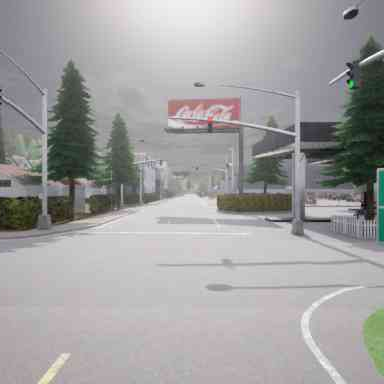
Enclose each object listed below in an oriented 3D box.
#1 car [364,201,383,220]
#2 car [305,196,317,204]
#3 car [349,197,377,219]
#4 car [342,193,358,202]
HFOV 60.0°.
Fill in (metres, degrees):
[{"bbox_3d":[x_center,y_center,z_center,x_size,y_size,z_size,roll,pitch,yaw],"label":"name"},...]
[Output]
[{"bbox_3d":[18.709,1.672,30.617,4.611,1.667,2.242,0,0,0],"label":"car"},{"bbox_3d":[22.532,1.553,64.012,1.970,1.475,3.806,0,0,0],"label":"car"},{"bbox_3d":[14.379,1.505,24.949,3.866,1.878,1.905,0,0,0],"label":"car"},{"bbox_3d":[34.940,1.490,71.797,2.007,1.523,4.514,0,0,0],"label":"car"}]
